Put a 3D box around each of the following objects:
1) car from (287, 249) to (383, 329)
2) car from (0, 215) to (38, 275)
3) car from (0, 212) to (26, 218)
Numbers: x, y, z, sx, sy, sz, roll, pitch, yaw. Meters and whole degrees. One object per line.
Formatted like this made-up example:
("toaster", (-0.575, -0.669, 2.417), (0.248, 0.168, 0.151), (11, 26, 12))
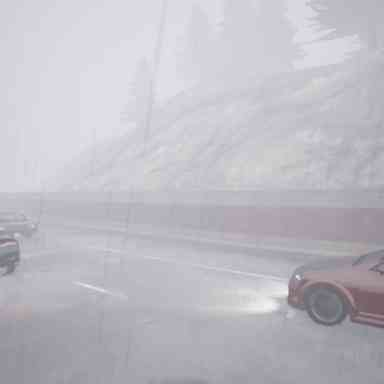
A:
("car", (3.823, 1.587, 5.668), (4.181, 1.385, 1.994), (0, 0, 36))
("car", (-6.664, 1.535, 9.471), (4.902, 1.511, 2.128), (0, 0, 40))
("car", (-9.673, 1.676, 16.859), (4.718, 1.301, 1.895), (0, 0, 44))
